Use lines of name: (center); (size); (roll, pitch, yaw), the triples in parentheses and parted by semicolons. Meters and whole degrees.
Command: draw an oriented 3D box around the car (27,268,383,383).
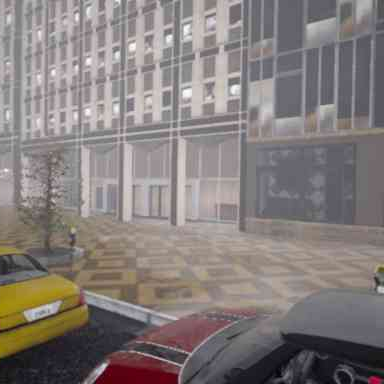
car: (1.002, 1.436, 2.150); (4.097, 1.590, 1.967); (1, 1, 36)

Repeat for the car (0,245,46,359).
car: (-3.763, 1.447, 5.550); (4.829, 1.417, 1.752); (1, 1, 36)
